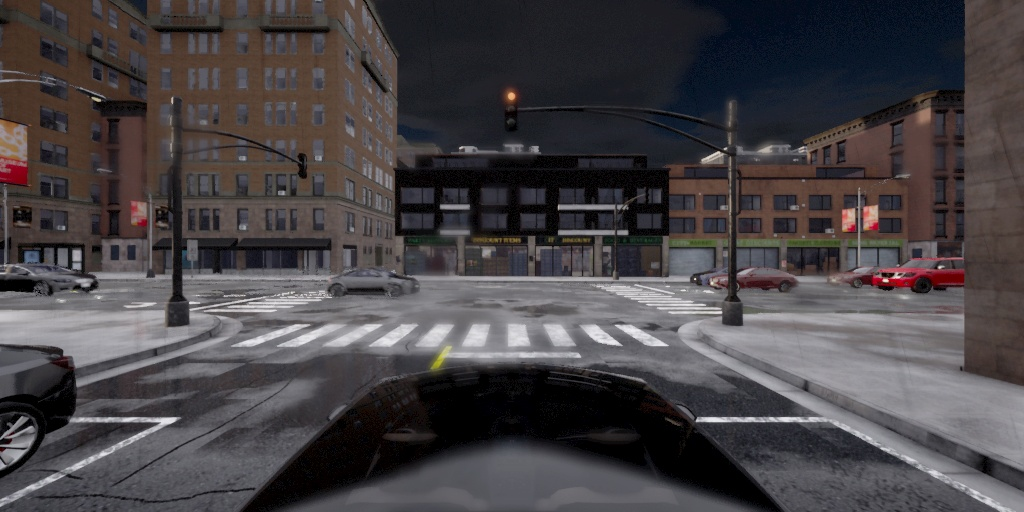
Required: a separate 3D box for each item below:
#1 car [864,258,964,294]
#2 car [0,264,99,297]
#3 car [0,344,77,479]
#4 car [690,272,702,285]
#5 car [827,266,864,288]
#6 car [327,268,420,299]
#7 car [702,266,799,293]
[{"bbox_3d":[24.707,1.105,21.080,5.566,2.045,2.150,0,0,-1],"label":"car"},{"bbox_3d":[-23.131,1.138,17.378,4.902,1.511,2.128,0,0,0],"label":"car"},{"bbox_3d":[-5.387,1.316,1.927,1.948,1.339,4.313,0,0,0],"label":"car"},{"bbox_3d":[14.396,1.394,24.285,4.181,1.385,1.994,0,0,0],"label":"car"},{"bbox_3d":[24.158,1.407,24.326,4.674,1.442,1.812,0,0,0],"label":"car"},{"bbox_3d":[-6.663,1.288,17.468,4.181,1.385,1.994,0,0,0],"label":"car"},{"bbox_3d":[14.097,1.354,21.032,4.674,1.442,1.812,0,0,1],"label":"car"}]
